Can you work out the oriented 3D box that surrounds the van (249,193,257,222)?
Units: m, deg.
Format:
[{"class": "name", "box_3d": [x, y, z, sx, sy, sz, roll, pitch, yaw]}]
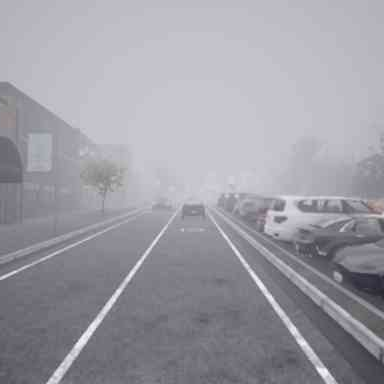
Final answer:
[{"class": "van", "box_3d": [5.725, 1.166, 18.523, 4.442, 1.987, 1.878, 0, 0, 0]}]

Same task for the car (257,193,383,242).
[{"class": "car", "box_3d": [5.642, 1.159, 12.915, 5.566, 2.045, 2.435, 0, 0, 0]}]

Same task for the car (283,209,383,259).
[{"class": "car", "box_3d": [5.612, 1.420, 10.109, 4.892, 1.521, 2.231, 0, 0, 0]}]

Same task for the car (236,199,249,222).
[{"class": "car", "box_3d": [5.601, 1.384, 21.326, 4.892, 1.521, 2.231, 0, 0, 0]}]

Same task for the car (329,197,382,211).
[{"class": "car", "box_3d": [18.694, 1.356, 38.128, 5.008, 1.535, 2.097, 0, 0, 0]}]

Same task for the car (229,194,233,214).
[{"class": "car", "box_3d": [5.573, 1.239, 26.934, 4.553, 1.767, 2.185, 0, 0, 0]}]

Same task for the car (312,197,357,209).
[{"class": "car", "box_3d": [18.689, 1.371, 43.696, 5.008, 1.535, 2.097, 0, 0, 0]}]

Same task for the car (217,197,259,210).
[{"class": "car", "box_3d": [5.606, 1.364, 40.945, 4.892, 1.521, 2.231, 0, 0, 0]}]

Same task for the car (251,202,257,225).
[{"class": "car", "box_3d": [5.606, 1.401, 15.720, 5.008, 1.535, 2.097, 0, 0, 0]}]

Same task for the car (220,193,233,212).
[{"class": "car", "box_3d": [5.633, 1.108, 29.734, 5.566, 2.045, 2.435, 0, 0, 0]}]

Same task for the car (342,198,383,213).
[{"class": "car", "box_3d": [18.689, 1.394, 35.341, 4.674, 1.452, 2.002, 0, 0, 0]}]

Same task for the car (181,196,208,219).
[{"class": "car", "box_3d": [0.112, 1.374, 28.146, 1.882, 1.535, 5.008, 0, 0, 0]}]

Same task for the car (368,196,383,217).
[{"class": "car", "box_3d": [18.653, 1.234, 29.772, 4.553, 1.767, 2.185, 0, 0, 0]}]

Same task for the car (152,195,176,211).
[{"class": "car", "box_3d": [-3.329, 1.231, 37.897, 2.097, 1.767, 4.553, 0, 0, 0]}]

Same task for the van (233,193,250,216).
[{"class": "van", "box_3d": [5.489, 1.148, 24.129, 4.442, 1.987, 1.878, 0, 0, 0]}]

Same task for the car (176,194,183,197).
[{"class": "car", "box_3d": [-3.222, 1.182, 79.673, 2.097, 1.767, 4.553, 0, 0, 0]}]

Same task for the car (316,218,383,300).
[{"class": "car", "box_3d": [5.590, 1.460, 7.311, 4.792, 1.488, 2.163, 0, 0, 0]}]

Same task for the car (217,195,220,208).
[{"class": "car", "box_3d": [5.638, 1.105, 38.145, 5.566, 2.045, 2.435, 0, 0, 0]}]
